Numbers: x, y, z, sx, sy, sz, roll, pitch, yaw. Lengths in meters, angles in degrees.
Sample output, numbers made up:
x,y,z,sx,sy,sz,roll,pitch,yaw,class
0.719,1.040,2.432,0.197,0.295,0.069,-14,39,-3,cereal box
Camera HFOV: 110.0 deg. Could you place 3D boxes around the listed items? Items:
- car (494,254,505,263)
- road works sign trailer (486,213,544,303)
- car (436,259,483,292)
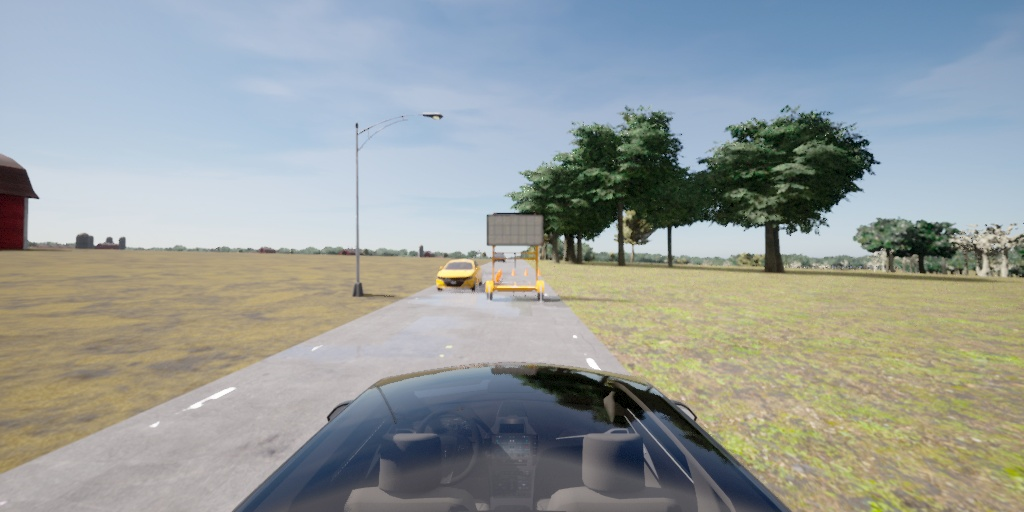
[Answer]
x,y,z,sx,sy,sz,roll,pitch,yaw,class
-2.131,0.346,61.643,1.882,1.535,5.008,0,1,1,car
0.129,-0.022,15.161,2.380,3.560,2.880,0,0,1,road works sign trailer
-2.659,0.925,18.983,1.882,1.535,5.008,0,1,1,car
